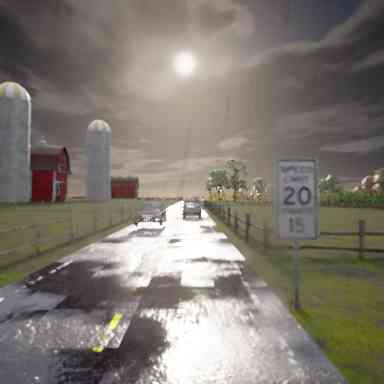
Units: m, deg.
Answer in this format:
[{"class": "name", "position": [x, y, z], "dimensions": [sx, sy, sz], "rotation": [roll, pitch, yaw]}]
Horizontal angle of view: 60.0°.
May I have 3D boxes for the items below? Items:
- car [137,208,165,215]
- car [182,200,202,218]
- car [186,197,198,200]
[{"class": "car", "position": [-2.751, 1.423, 22.802], "dimensions": [2.128, 1.511, 4.902], "rotation": [0, -1, 0]}, {"class": "car", "position": [-0.001, 1.862, 34.409], "dimensions": [2.128, 1.511, 4.902], "rotation": [0, -1, 0]}, {"class": "car", "position": [0.003, 1.716, 45.360], "dimensions": [2.150, 2.045, 5.566], "rotation": [0, 0, 0]}]
